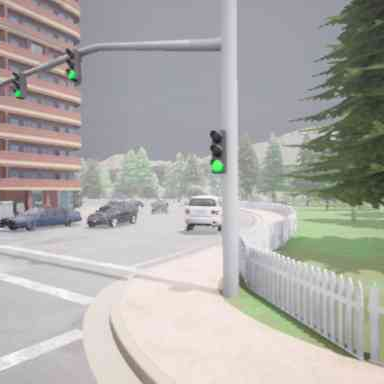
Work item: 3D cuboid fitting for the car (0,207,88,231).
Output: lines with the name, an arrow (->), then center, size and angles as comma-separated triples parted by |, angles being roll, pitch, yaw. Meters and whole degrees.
car -> -9.732, 1.687, 21.966 | 2.033, 1.411, 5.357 | -1, 0, 26

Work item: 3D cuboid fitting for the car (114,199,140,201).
car -> -7.165, 1.697, 37.589 | 2.128, 1.511, 4.902 | 0, 0, -5

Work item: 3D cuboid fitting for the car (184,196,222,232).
car -> 1.241, 1.269, 20.707 | 2.150, 2.045, 5.566 | 0, 0, 18

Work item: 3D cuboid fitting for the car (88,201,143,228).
car -> -5.531, 1.620, 23.432 | 1.837, 1.490, 4.892 | -1, 0, 16

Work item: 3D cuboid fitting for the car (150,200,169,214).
car -> -3.745, 1.711, 38.601 | 1.812, 1.442, 4.674 | 0, 0, -6

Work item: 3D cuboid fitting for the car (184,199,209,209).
car -> 0.626, 1.773, 52.047 | 2.033, 1.411, 5.357 | 0, 0, -23
